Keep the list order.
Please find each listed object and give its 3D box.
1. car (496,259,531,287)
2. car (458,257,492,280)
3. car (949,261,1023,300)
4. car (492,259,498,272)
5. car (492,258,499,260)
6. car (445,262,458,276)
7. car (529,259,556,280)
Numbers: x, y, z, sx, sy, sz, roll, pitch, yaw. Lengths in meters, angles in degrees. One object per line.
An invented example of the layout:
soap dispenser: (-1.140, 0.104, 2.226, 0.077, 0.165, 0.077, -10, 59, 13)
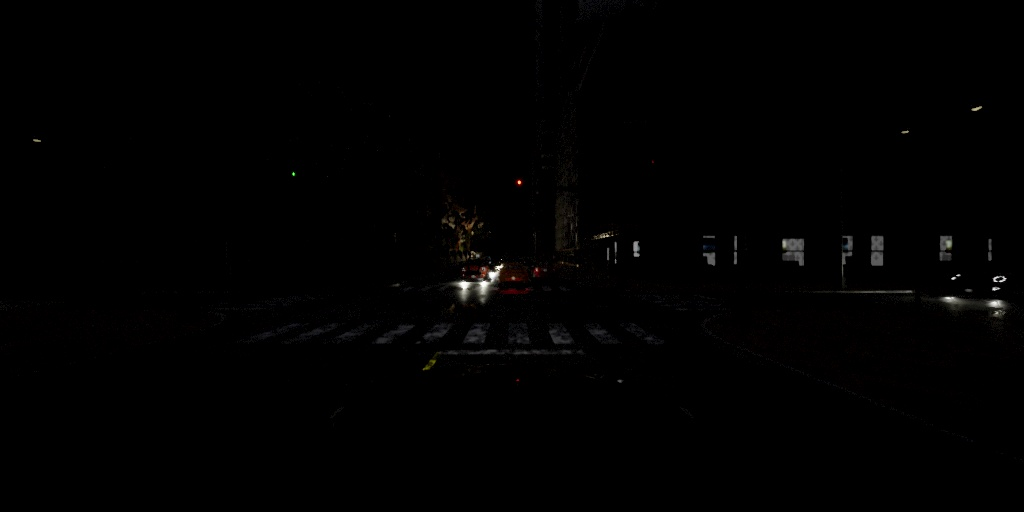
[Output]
car: (0.089, 1.225, 24.796, 1.882, 1.535, 5.008, 0, 0, 0)
car: (-3.112, 1.100, 31.038, 2.097, 1.767, 4.553, 0, 0, 0)
car: (23.610, 1.029, 16.729, 4.553, 1.767, 2.097, 0, 0, 1)
car: (-3.113, 1.345, 45.733, 1.895, 1.301, 4.718, 0, 0, 0)
car: (-3.028, 1.126, 64.098, 2.097, 1.767, 4.553, 0, 0, 0)
car: (-5.706, 1.291, 36.535, 1.888, 1.381, 4.507, 0, 0, 0)
car: (2.678, 1.186, 30.861, 1.967, 1.591, 4.097, 0, 0, 0)
